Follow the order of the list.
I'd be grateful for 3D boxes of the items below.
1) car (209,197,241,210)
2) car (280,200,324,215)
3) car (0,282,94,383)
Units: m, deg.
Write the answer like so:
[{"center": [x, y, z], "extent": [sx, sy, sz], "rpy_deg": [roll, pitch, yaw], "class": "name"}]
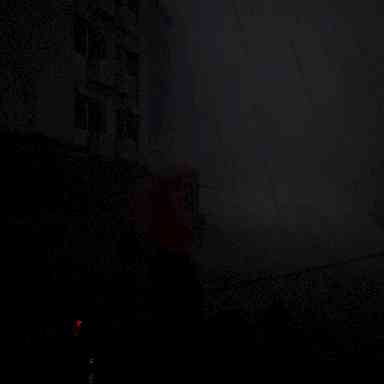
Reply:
[{"center": [4.242, 1.478, 43.280], "extent": [1.882, 1.535, 5.008], "rpy_deg": [0, 0, -36], "class": "car"}, {"center": [11.057, 1.525, 33.758], "extent": [1.812, 1.442, 4.674], "rpy_deg": [0, 0, -36], "class": "car"}, {"center": [-3.216, 1.491, 2.311], "extent": [4.902, 1.511, 2.128], "rpy_deg": [0, 0, -36], "class": "car"}]
